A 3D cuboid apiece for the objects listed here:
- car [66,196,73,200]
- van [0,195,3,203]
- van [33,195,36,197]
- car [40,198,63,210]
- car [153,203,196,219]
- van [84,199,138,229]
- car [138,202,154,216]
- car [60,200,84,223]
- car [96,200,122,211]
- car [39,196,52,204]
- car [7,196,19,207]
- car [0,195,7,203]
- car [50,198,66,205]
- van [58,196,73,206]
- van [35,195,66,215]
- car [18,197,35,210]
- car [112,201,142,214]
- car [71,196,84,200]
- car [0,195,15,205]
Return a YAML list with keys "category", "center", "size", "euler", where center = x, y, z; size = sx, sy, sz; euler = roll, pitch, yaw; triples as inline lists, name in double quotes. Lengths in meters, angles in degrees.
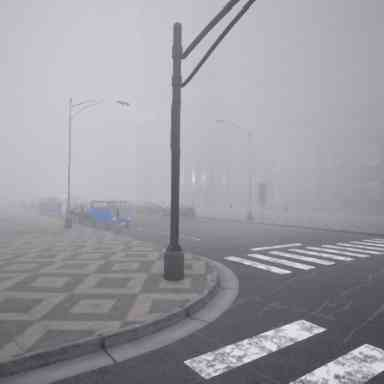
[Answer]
- category: "car"
  center: [-20.582, 1.608, 57.755]
  size: [2.192, 1.841, 5.009]
  euler: [1, -1, -35]
- category: "van"
  center: [-46.699, 1.613, 79.907]
  size: [1.690, 1.788, 3.998]
  euler: [1, -1, -35]
- category: "van"
  center: [-36.537, 1.741, 80.308]
  size: [1.690, 1.788, 3.998]
  euler: [1, -1, -35]
- category: "car"
  center: [-19.701, 1.658, 46.512]
  size: [1.837, 1.490, 4.892]
  euler: [1, -1, -35]
- category: "car"
  center: [-1.439, 1.710, 30.687]
  size: [1.887, 1.381, 4.507]
  euler: [1, -1, -35]
- category: "van"
  center: [-5.243, 1.336, 21.255]
  size: [1.690, 1.788, 3.998]
  euler: [1, -1, -35]
- category: "car"
  center: [-4.630, 1.731, 35.198]
  size: [1.887, 1.381, 4.507]
  euler: [1, -1, -35]
- category: "car"
  center: [-8.434, 1.559, 25.764]
  size: [1.887, 1.381, 4.507]
  euler: [1, -1, -35]
- category: "car"
  center: [-11.110, 1.754, 44.358]
  size: [1.752, 1.417, 4.829]
  euler: [1, -1, -35]
- category: "car"
  center: [-33.348, 1.819, 75.797]
  size: [1.967, 1.590, 4.097]
  euler: [1, -1, -35]
- category: "car"
  center: [-27.568, 1.693, 52.834]
  size: [2.008, 1.369, 4.403]
  euler: [1, -1, -35]
- category: "car"
  center: [-43.510, 1.565, 75.395]
  size: [2.192, 1.841, 5.009]
  euler: [1, -1, -35]
- category: "car"
  center: [-26.967, 1.886, 66.774]
  size: [2.008, 1.369, 4.403]
  euler: [1, -1, -35]
- category: "van"
  center: [-23.774, 1.655, 62.265]
  size: [1.690, 1.788, 3.998]
  euler: [1, -1, -35]
- category: "van"
  center: [-14.810, 1.398, 34.790]
  size: [1.690, 1.788, 3.998]
  euler: [1, -1, -35]
- category: "car"
  center: [-21.190, 1.681, 43.811]
  size: [1.802, 1.307, 4.206]
  euler: [1, -1, -35]
- category: "car"
  center: [-7.821, 1.752, 39.709]
  size: [1.887, 1.381, 4.507]
  euler: [1, -1, -35]
- category: "car"
  center: [-17.394, 1.816, 53.241]
  size: [1.887, 1.381, 4.507]
  euler: [1, -1, -35]
- category: "car"
  center: [-37.036, 1.731, 66.231]
  size: [1.752, 1.417, 4.829]
  euler: [1, -1, -35]
